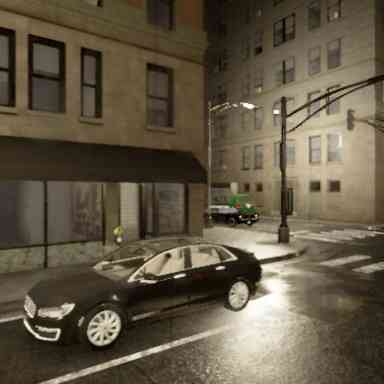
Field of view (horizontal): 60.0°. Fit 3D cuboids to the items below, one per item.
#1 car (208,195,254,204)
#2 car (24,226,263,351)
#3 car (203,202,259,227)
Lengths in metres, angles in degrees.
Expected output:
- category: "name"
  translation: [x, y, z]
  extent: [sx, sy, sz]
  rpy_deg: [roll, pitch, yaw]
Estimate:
- category: "car"
  translation: [2.744, 1.225, 27.610]
  extent: [2.150, 2.045, 5.566]
  rpy_deg: [0, 0, -37]
- category: "car"
  translation: [-0.614, 1.550, 6.095]
  extent: [4.403, 1.369, 2.008]
  rpy_deg: [0, 0, -35]
- category: "car"
  translation: [2.255, 1.613, 22.685]
  extent: [1.895, 1.301, 4.718]
  rpy_deg: [0, 0, -38]
